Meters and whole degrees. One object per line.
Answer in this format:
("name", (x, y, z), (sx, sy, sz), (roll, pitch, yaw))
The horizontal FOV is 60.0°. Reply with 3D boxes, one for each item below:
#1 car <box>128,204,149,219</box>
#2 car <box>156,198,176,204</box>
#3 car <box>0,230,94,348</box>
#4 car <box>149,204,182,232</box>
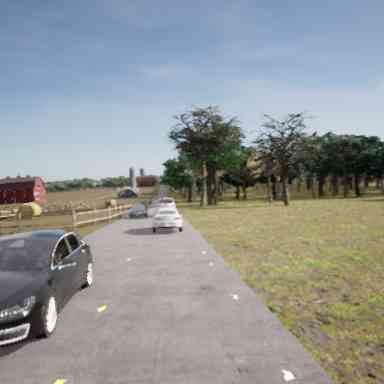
("car", (-5.564, 2.038, 35.067), (1.812, 1.442, 4.674), (-1, -1, -5))
("car", (-3.095, 1.757, 39.561), (2.150, 2.045, 5.566), (-1, -1, -5))
("car", (-3.309, 1.619, 6.790), (1.837, 1.490, 4.892), (-1, 0, -5))
("car", (-1.628, 1.752, 21.942), (1.812, 1.442, 4.674), (-1, -1, -5))
